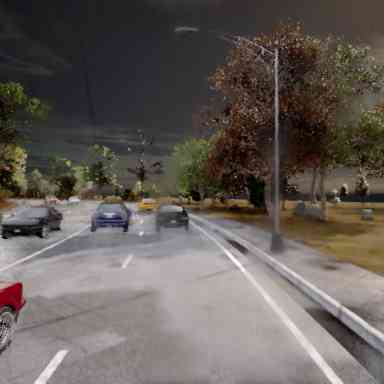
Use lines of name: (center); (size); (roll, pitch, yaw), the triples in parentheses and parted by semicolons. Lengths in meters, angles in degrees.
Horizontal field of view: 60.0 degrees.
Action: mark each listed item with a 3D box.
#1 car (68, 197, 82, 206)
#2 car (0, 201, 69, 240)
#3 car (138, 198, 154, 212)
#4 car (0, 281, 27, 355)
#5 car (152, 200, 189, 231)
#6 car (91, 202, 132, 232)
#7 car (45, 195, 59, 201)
car: (-20.210, 1.540, 57.176); (1.812, 1.442, 4.674); (0, 0, -26)
car: (-8.204, 1.490, 17.528); (1.882, 1.535, 5.008); (0, 0, -7)
car: (-5.176, 1.494, 38.656); (1.882, 1.535, 5.008); (0, 0, -16)
car: (-3.486, 1.607, 3.095); (1.895, 1.301, 4.718); (0, 0, -1)
car: (-1.348, 1.485, 20.672); (1.882, 1.535, 5.008); (0, 0, -8)
car: (-4.867, 1.362, 20.545); (2.097, 1.767, 4.553); (0, 0, -8)
car: (-23.793, 1.361, 56.457); (2.097, 1.767, 4.553); (0, 0, -27)
